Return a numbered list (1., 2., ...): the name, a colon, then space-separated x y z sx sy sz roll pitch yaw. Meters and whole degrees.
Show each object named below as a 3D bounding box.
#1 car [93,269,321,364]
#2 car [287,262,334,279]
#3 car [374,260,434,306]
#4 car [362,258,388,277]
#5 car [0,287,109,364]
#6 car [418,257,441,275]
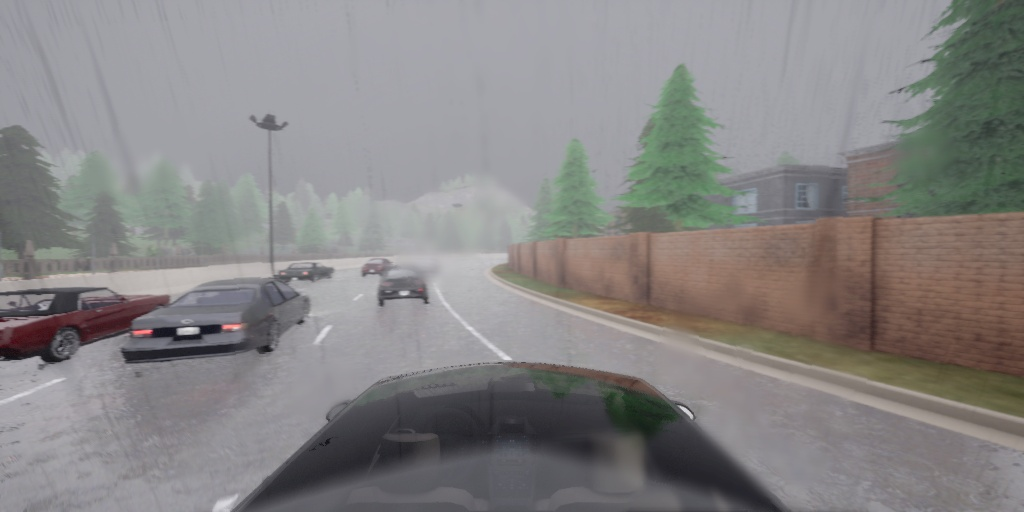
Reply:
1. car: -6.066 1.227 8.176 2.033 1.411 5.357 -1 1 -19
2. car: -13.642 1.064 24.145 1.895 1.301 4.718 0 1 -9
3. car: -4.425 1.090 14.704 1.812 1.442 4.674 -1 1 -17
4. car: -10.736 0.892 29.103 1.812 1.442 4.674 -1 1 -6
5. car: -9.527 1.309 7.599 1.895 1.301 4.718 -1 1 -19
6. car: -7.457 0.835 31.488 1.812 1.442 4.674 0 1 -5
